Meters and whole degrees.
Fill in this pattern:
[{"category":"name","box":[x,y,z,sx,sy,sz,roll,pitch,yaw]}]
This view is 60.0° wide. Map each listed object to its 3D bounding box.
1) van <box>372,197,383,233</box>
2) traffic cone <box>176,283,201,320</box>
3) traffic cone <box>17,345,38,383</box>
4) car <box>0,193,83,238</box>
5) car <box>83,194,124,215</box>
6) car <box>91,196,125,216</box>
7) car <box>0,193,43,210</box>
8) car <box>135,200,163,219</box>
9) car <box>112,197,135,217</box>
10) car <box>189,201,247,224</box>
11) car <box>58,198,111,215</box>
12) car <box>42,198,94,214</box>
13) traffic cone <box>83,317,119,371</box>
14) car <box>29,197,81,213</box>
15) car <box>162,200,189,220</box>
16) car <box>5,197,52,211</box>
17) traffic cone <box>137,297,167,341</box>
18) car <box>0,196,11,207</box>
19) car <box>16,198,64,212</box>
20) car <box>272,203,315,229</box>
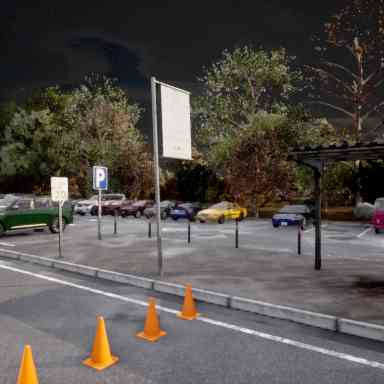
[{"category":"van","box":[11.591,1.264,19.047,1.878,1.987,4.442,0,0,35]},{"category":"traffic cone","box":[-0.057,1.957,6.044,0.340,0.580,0.340,0,0,36]},{"category":"traffic cone","box":[-1.781,1.957,3.595,0.340,0.580,0.340,0,0,35]},{"category":"car","box":[-8.925,1.221,17.293,2.435,2.045,5.566,0,0,35]},{"category":"car","box":[-8.936,1.212,33.282,2.435,2.045,5.566,0,0,35]},{"category":"car","box":[-6.645,1.466,31.715,2.097,1.535,5.008,0,0,35]},{"category":"car","box":[-22.569,1.153,42.854,2.435,2.045,5.566,0,0,35]},{"category":"car","box":[-2.101,1.473,28.526,2.231,1.521,4.892,0,0,35]},{"category":"car","box":[-4.373,1.469,30.120,2.097,1.535,5.008,0,0,35]},{"category":"car","box":[2.331,1.475,25.179,1.946,1.575,5.366,0,0,35]},{"category":"car","box":[-11.194,1.461,34.895,2.231,1.521,4.892,0,0,35]},{"category":"car","box":[-13.467,1.455,36.492,2.097,1.535,5.008,0,0,35]},{"category":"traffic cone","box":[-1.207,1.957,4.412,0.340,0.580,0.340,0,0,35]},{"category":"car","box":[-15.631,1.444,38.243,1.946,1.575,5.366,0,0,35]},{"category":"car","box":[0.183,1.504,26.950,2.163,1.488,4.792,0,0,35]},{"category":"car","box":[-20.267,1.452,41.308,2.163,1.488,4.792,0,0,35]},{"category":"traffic cone","box":[-0.632,1.957,5.229,0.340,0.580,0.340,0,0,35]},{"category":"car","box":[-29.263,1.332,47.816,1.946,1.575,5.366,1,0,35]},{"category":"car","box":[-18.023,1.469,39.661,2.163,1.488,4.792,0,0,35]},{"category":"car","box":[6.965,1.513,22.117,2.163,1.488,4.792,0,0,35]}]
